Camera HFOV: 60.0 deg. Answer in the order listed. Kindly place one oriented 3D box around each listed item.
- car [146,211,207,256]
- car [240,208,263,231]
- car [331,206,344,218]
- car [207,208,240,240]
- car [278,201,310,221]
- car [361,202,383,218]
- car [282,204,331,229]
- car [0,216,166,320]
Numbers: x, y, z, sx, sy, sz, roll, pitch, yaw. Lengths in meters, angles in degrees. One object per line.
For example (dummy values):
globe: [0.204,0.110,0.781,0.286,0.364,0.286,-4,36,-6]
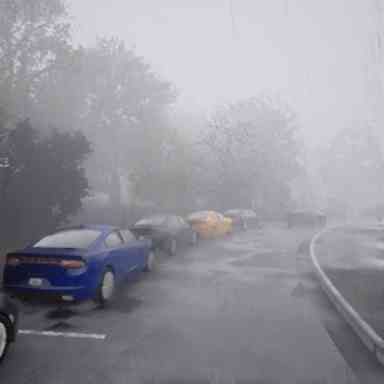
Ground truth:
car: [-1.155,1.664,13.982,2.231,1.521,4.892,-1,-1,16]
car: [3.614,1.947,24.239,2.231,1.521,4.892,-2,-2,32]
car: [15.149,2.215,37.234,5.008,1.535,2.097,1,-3,-40]
car: [0.891,1.814,19.187,2.097,1.535,5.008,-1,-1,24]
car: [10.727,1.883,33.192,2.435,2.045,5.566,-3,-3,44]
car: [20.980,2.158,37.461,5.357,1.411,2.033,1,-3,-40]
car: [8.771,1.889,25.182,1.882,1.535,5.008,-2,-2,35]
car: [-2.394,1.552,8.441,2.097,1.535,5.008,0,-2,10]
